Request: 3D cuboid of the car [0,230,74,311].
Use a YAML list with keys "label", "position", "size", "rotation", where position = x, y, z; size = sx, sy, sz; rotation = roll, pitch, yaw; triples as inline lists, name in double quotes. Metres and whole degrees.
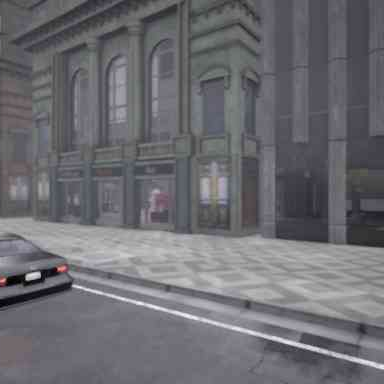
- label: "car"
  position: [-4.920, 1.587, 7.494]
  size: [5.357, 1.411, 2.033]
  rotation: [0, 0, 36]
